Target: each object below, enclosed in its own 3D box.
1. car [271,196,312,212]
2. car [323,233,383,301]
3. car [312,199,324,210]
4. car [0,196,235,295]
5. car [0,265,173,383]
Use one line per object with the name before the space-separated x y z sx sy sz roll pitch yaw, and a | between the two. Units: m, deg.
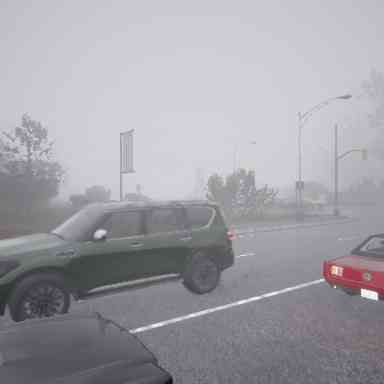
car | 10.134 1.404 36.087 1.895 1.301 4.718 -1 0 -39
car | 5.048 1.570 7.363 4.718 1.301 1.895 0 0 -36
car | 12.758 1.252 38.410 1.882 1.535 5.008 -1 0 -39
car | -1.567 1.217 7.181 5.566 2.045 2.150 0 0 -36
car | -2.399 1.601 2.024 4.718 1.301 1.895 0 0 -36
